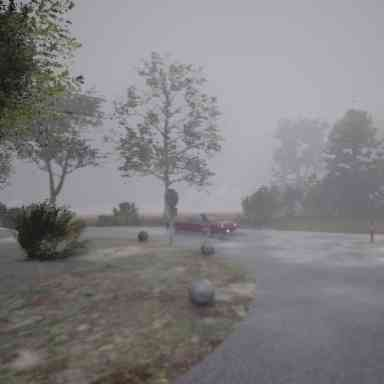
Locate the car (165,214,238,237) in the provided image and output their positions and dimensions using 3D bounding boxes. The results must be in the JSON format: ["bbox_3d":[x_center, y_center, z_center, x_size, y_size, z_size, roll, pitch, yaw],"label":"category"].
[{"bbox_3d":[0.457,2.036,21.031,4.718,1.301,1.895,-1,-2,42],"label":"car"}]
